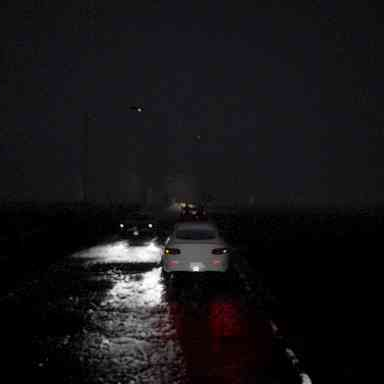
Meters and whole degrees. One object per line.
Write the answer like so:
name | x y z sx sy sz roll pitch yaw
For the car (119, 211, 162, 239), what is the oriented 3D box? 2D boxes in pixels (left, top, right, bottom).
car | -2.803 1.796 18.878 1.895 1.301 4.718 0 -1 0

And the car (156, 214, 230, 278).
car | 0.107 1.634 10.388 1.812 1.442 4.674 0 0 0

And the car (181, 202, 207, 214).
car | 0.157 1.633 27.276 2.097 1.767 4.553 0 -1 0
